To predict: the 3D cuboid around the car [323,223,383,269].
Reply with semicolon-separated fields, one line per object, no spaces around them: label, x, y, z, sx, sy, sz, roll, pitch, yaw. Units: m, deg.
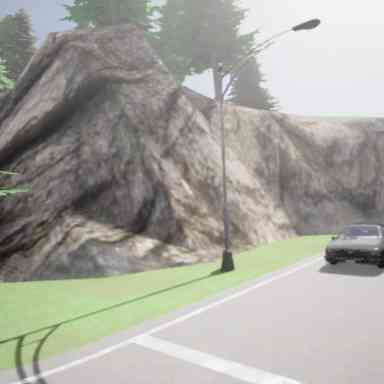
car;6.822;1.935;13.011;2.033;1.411;5.357;-4;-3;38
